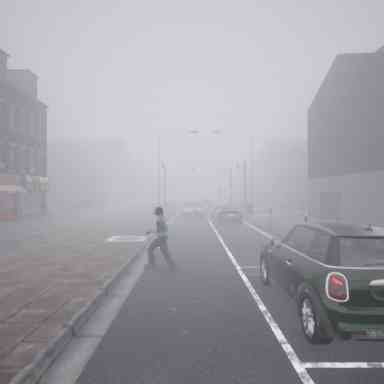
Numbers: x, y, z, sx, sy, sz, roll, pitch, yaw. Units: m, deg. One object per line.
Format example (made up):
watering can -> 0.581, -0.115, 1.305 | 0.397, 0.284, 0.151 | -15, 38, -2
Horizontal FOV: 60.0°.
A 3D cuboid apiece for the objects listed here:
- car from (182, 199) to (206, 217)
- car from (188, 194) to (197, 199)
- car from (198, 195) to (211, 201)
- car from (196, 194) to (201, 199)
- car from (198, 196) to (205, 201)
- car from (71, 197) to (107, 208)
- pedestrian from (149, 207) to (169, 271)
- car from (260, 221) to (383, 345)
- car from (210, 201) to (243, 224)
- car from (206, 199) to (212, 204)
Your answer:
car -> 0.058, 1.622, 31.285 | 1.895, 1.301, 4.718 | 0, 0, 0
car -> -0.058, 1.740, 88.740 | 2.033, 1.411, 5.357 | 0, 0, 0
car -> 2.601, 1.630, 59.024 | 1.887, 1.381, 4.507 | 0, 0, 0
car -> 2.588, 1.713, 76.063 | 1.947, 1.339, 4.313 | 0, 0, 0
car -> 2.576, 1.798, 93.101 | 1.947, 1.339, 4.313 | 0, 0, 0
car -> -14.450, 1.518, 46.910 | 4.892, 1.490, 1.837 | 0, -1, 0
pedestrian -> -0.928, 1.295, 9.367 | 0.375, 1.860, 0.375 | 0, 0, 0
car -> 2.746, 1.352, 6.559 | 2.097, 1.767, 4.553 | 0, 0, 0
car -> 2.625, 1.577, 24.318 | 1.947, 1.339, 4.313 | 0, 0, 0
car -> 2.621, 1.570, 29.994 | 2.008, 1.369, 4.403 | 0, 0, 0
